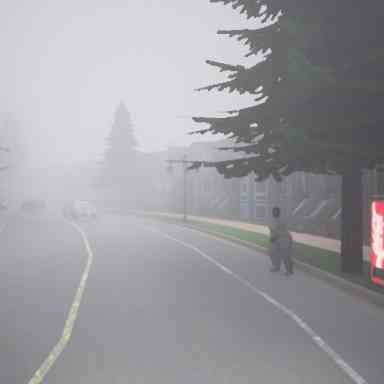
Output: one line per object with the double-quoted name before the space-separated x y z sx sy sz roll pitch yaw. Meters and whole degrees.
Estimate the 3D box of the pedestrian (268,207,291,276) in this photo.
"pedestrian" 2.323 1.286 8.869 0.375 1.860 0.375 0 0 -10

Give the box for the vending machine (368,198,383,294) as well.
"vending machine" 4.747 1.189 7.480 1.100 2.100 0.880 0 0 -9

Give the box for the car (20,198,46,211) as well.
"car" -18.877 1.459 39.460 2.128 1.511 4.902 0 0 -42

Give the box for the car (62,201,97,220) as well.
"car" -9.539 1.502 28.150 1.812 1.442 4.674 0 0 -36

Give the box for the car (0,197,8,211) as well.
"car" -22.769 1.321 38.226 2.097 1.767 4.553 0 0 -43
